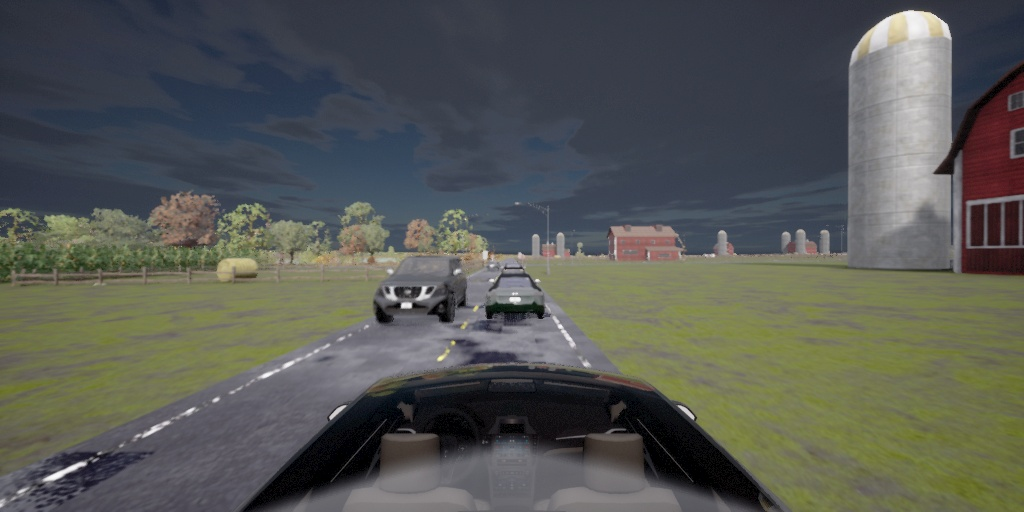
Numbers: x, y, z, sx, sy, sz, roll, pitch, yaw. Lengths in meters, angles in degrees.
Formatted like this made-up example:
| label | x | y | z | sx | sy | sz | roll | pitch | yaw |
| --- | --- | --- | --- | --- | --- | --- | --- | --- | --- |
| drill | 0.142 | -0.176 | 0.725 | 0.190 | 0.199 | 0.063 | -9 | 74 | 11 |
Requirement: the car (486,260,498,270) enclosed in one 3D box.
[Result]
| label | x | y | z | sx | sy | sz | roll | pitch | yaw |
| --- | --- | --- | --- | --- | --- | --- | --- | --- | --- |
| car | -2.832 | 1.283 | 53.701 | 2.128 | 1.511 | 4.902 | 0 | 0 | 0 |

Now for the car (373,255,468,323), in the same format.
| label | x | y | z | sx | sy | sz | roll | pitch | yaw |
| --- | --- | --- | --- | --- | --- | --- | --- | --- | --- |
| car | -2.850 | 0.981 | 12.443 | 2.150 | 2.045 | 5.566 | 0 | 0 | 0 |

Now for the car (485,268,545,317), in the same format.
| label | x | y | z | sx | sy | sz | roll | pitch | yaw |
| --- | --- | --- | --- | --- | --- | --- | --- | --- | --- |
| car | 0.098 | 1.324 | 13.167 | 1.994 | 1.385 | 4.181 | 0 | 0 | 0 |

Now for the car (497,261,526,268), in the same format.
| label | x | y | z | sx | sy | sz | roll | pitch | yaw |
| --- | --- | --- | --- | --- | --- | --- | --- | --- | --- |
| car | 0.095 | 1.263 | 29.175 | 2.128 | 1.511 | 4.902 | 0 | 0 | 0 |
